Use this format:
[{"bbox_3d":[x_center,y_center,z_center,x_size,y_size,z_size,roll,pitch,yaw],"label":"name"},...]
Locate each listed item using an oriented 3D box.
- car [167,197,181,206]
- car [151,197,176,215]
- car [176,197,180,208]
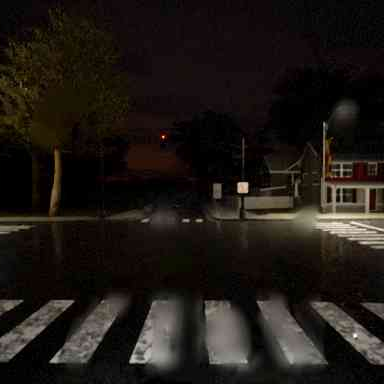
[{"bbox_3d":[-2.865,1.504,54.726,2.033,1.411,5.357,0,0,0],"label":"car"},{"bbox_3d":[-2.958,1.460,33.795,1.882,1.535,5.008,0,0,0],"label":"car"},{"bbox_3d":[-2.914,1.476,44.097,1.837,1.490,4.892,0,0,0],"label":"car"}]
